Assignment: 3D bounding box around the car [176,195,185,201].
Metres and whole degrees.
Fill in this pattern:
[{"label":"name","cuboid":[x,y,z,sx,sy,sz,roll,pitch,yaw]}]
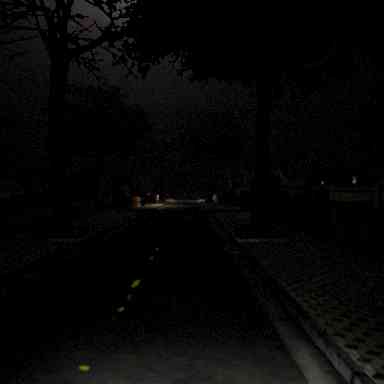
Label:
[{"label":"car","cuboid":[-2.750,1.552,81.573,2.033,1.411,5.357,0,0,0]}]
